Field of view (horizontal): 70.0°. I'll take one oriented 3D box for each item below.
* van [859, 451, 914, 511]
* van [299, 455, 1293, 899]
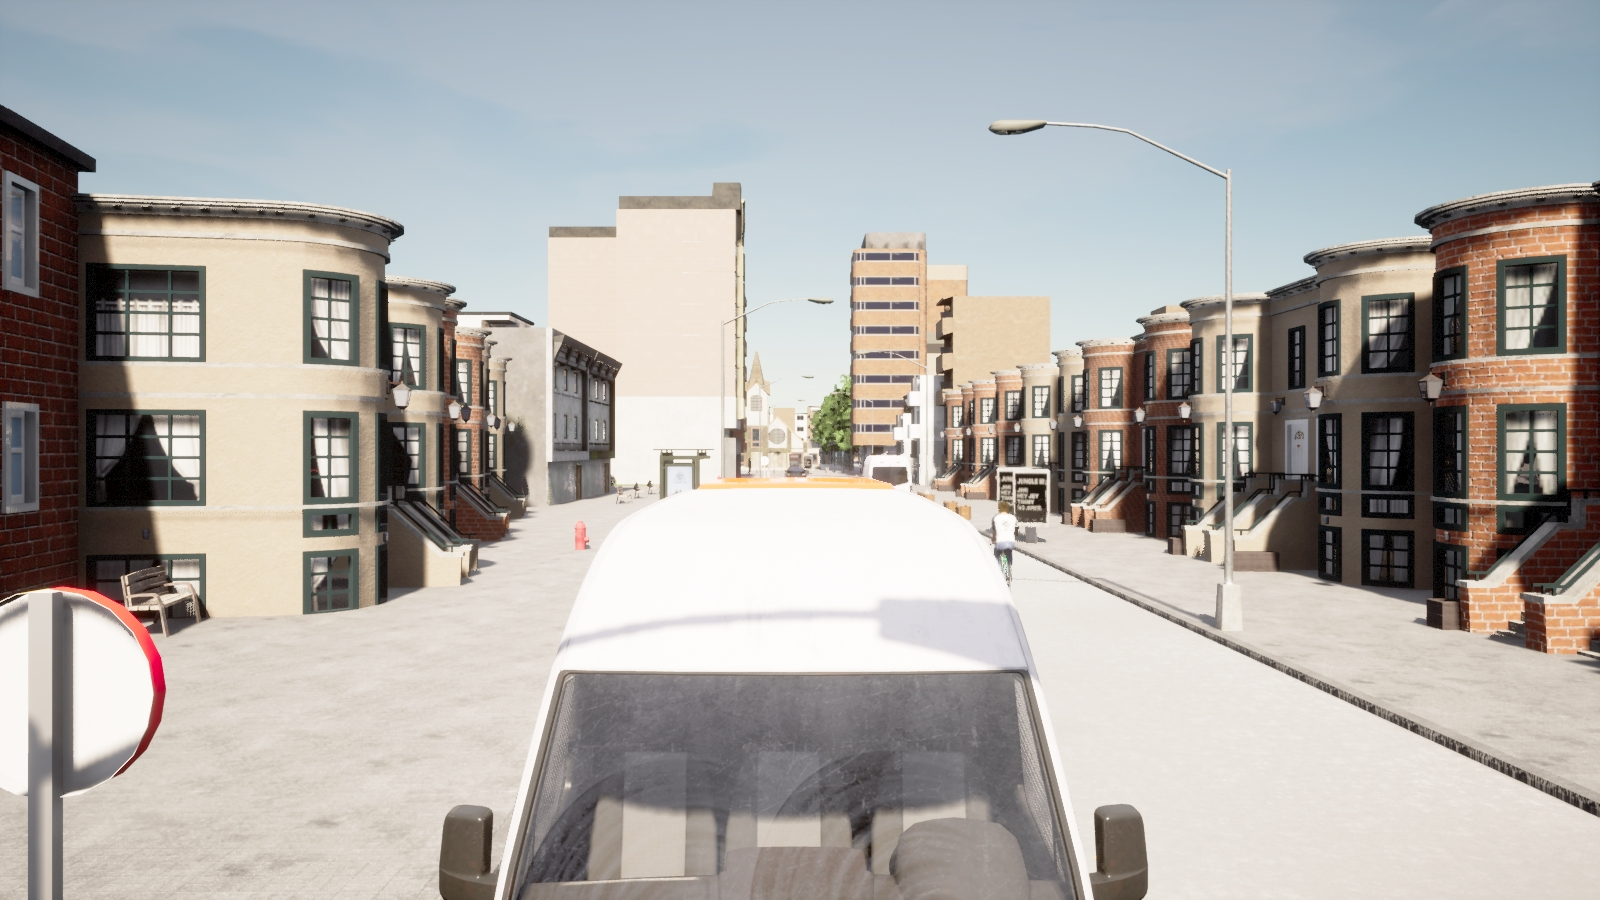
[{"bbox_3d":[3.840,1.314,51.670,1.988,2.561,5.915,0,0,0],"label":"van"},{"bbox_3d":[-0.019,1.314,5.243,1.988,2.561,5.915,0,0,0],"label":"van"}]
